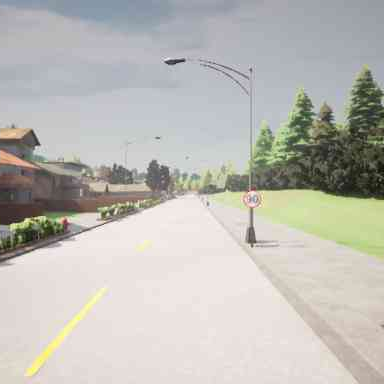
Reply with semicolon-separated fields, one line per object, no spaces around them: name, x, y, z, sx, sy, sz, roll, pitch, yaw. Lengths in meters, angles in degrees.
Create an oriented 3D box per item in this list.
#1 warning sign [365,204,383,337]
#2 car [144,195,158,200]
warning sign;3.350;1.114;4.651;1.300;1.860;1.060;0;0;0
car;-10.325;1.474;86.835;5.357;1.415;2.033;0;0;-40
